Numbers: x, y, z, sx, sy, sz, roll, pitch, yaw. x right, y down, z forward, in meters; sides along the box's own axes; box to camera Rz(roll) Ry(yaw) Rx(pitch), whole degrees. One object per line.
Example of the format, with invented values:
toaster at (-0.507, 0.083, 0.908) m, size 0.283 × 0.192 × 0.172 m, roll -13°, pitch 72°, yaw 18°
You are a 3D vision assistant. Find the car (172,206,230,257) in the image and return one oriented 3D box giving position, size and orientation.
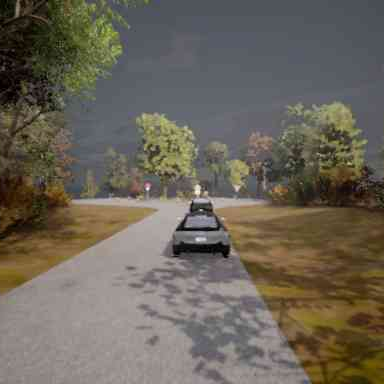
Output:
car at (0.338, 1.463, 12.609) m, size 1.994 × 1.385 × 4.181 m, roll 0°, pitch 1°, yaw 1°

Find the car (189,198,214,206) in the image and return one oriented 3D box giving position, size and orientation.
car at (0.753, 1.196, 27.265) m, size 1.882 × 1.535 × 5.008 m, roll 0°, pitch 1°, yaw 2°
